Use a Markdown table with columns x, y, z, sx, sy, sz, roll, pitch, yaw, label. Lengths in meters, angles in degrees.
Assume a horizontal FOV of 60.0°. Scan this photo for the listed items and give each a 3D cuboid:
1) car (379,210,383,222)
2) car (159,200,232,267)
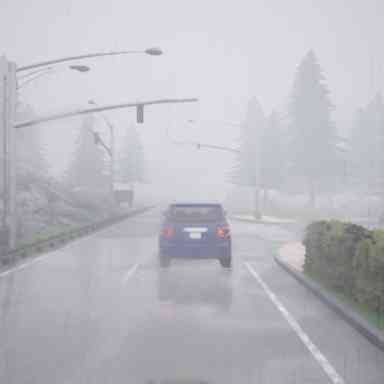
| x | y | z | sx | sy | sz | roll | pitch | yaw | label |
| --- | --- | --- | --- | --- | --- | --- | --- | --- | --- |
| 16.139 | 1.482 | 23.150 | 5.566 | 2.045 | 2.150 | 0 | 0 | 0 | car |
| 0.099 | 1.274 | 11.736 | 2.150 | 2.045 | 5.566 | 0 | 0 | 0 | car |
